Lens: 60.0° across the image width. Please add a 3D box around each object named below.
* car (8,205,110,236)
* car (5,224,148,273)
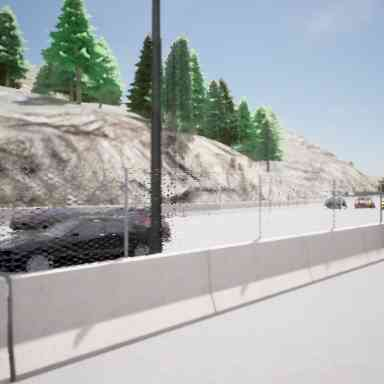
[{"bbox_3d":[-7.891,1.602,20.019,5.357,1.411,2.033,0,0,-38],"label":"car"},{"bbox_3d":[-3.301,1.506,10.382,5.008,1.535,1.882,0,0,-37],"label":"car"}]
